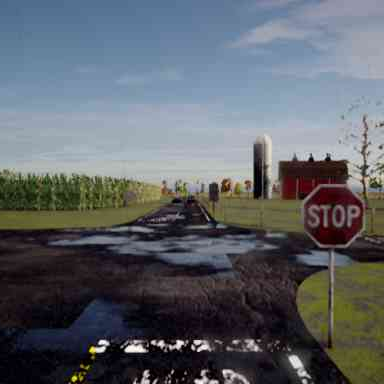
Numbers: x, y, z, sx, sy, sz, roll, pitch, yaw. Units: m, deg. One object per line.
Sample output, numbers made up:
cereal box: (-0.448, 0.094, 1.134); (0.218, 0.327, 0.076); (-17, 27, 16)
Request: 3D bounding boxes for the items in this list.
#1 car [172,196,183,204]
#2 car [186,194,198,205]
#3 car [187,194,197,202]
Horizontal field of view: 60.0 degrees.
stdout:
car: (-2.840, 1.571, 65.569); (1.994, 1.385, 4.181); (0, 0, 0)
car: (-0.083, 1.507, 60.958); (1.837, 1.490, 4.892); (0, 0, 0)
car: (-0.100, 1.295, 71.363); (2.097, 1.767, 4.553); (0, 0, 0)
